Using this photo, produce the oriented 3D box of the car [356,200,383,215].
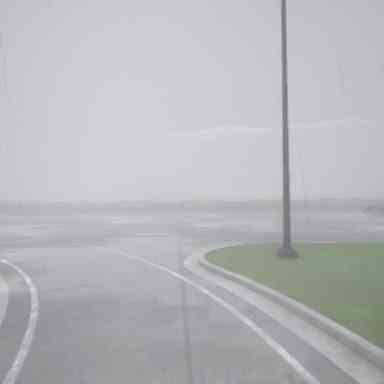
[{"bbox_3d":[17.255,1.322,29.498,4.718,1.301,1.895,-1,0,4],"label":"car"}]
